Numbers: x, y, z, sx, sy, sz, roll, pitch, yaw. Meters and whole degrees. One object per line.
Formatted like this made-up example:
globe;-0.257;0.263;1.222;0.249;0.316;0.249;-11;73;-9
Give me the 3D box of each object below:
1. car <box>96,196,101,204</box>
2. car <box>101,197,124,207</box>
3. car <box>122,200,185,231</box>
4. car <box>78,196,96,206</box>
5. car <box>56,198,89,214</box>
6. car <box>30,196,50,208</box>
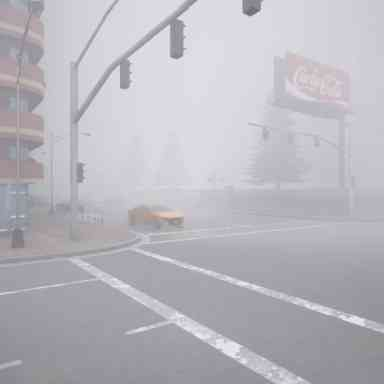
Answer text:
car;-17.642;1.526;60.448;1.812;1.442;4.674;0;0;-37
car;-12.290;1.505;53.071;1.837;1.490;4.892;0;0;-36
car;-2.369;1.478;21.152;1.882;1.535;5.008;0;0;-36
car;-18.260;1.547;55.348;2.033;1.411;5.357;0;0;-36
car;-13.202;1.601;36.105;1.895;1.301;4.718;0;0;-36
car;-22.345;1.351;48.821;2.097;1.767;4.553;0;0;-35
